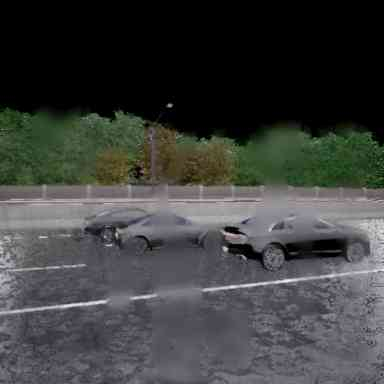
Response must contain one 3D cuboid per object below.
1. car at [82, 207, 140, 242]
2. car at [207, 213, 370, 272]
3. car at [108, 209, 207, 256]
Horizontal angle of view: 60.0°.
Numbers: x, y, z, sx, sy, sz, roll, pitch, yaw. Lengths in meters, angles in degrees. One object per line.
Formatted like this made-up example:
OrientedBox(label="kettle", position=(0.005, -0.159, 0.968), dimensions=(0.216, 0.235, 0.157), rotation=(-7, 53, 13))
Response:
OrientedBox(label="car", position=(-2.708, 1.445, 15.607), dimensions=(4.674, 1.442, 1.812), rotation=(0, 0, -20))
OrientedBox(label="car", position=(3.213, 1.413, 10.319), dimensions=(4.902, 1.511, 2.128), rotation=(0, 0, -20))
OrientedBox(label="car", position=(-0.809, 1.489, 12.575), dimensions=(4.181, 1.385, 1.994), rotation=(0, 0, -20))
